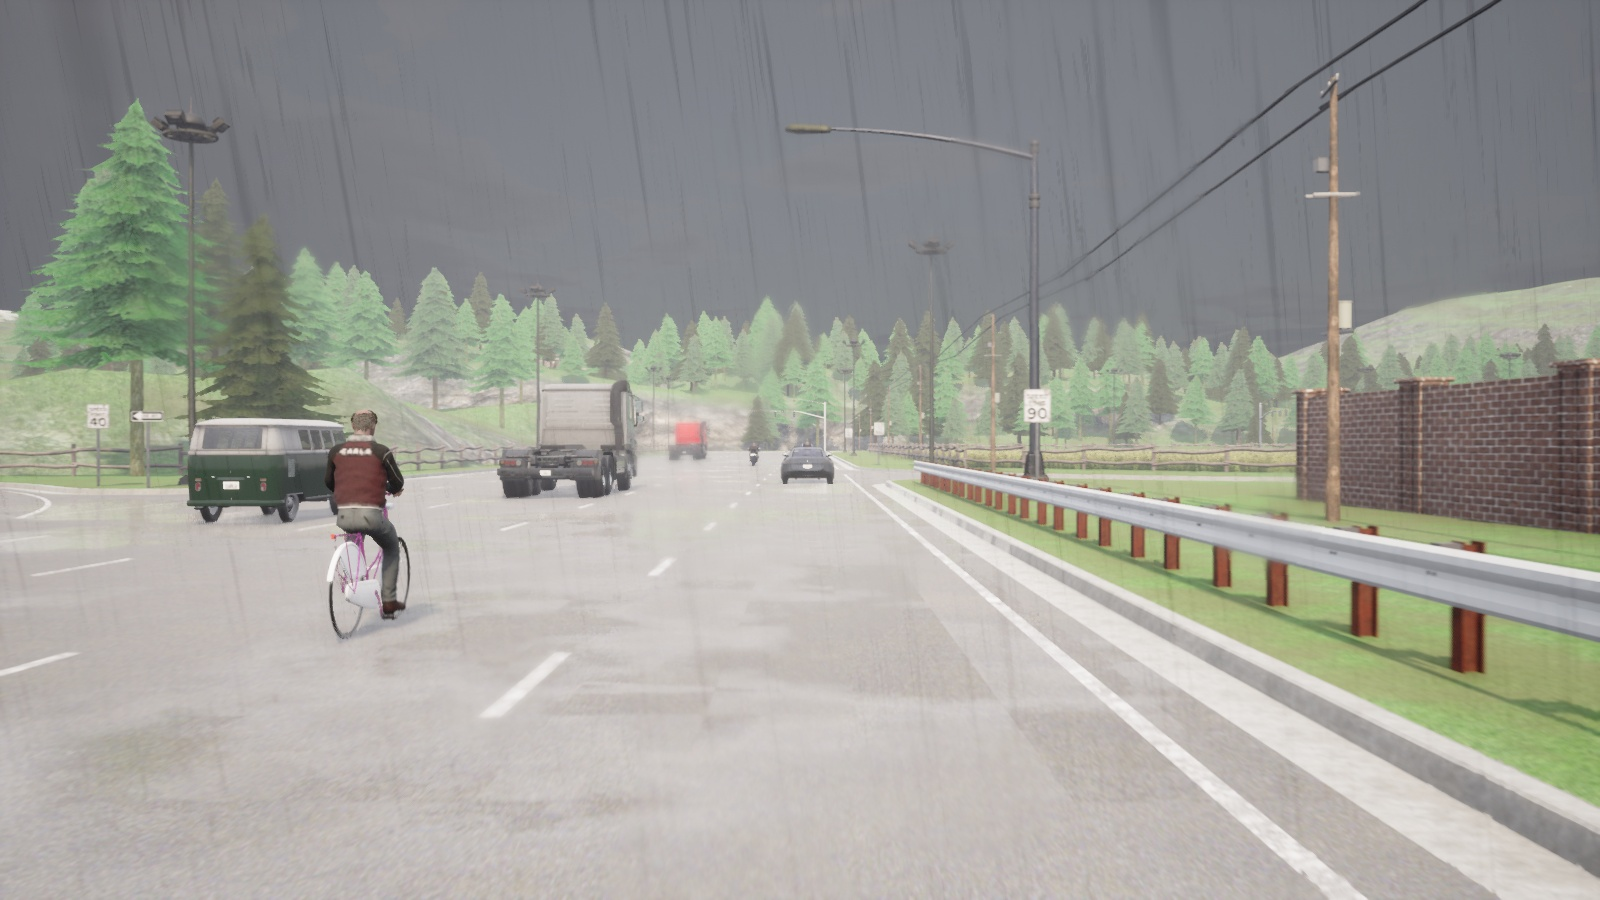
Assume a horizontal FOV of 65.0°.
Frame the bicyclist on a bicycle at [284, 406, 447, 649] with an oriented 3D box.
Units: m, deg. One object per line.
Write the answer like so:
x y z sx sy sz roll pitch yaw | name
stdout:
-3.428 0.557 10.087 0.659 1.776 1.843 0 1 0 | bicyclist on a bicycle

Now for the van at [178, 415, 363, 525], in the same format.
-10.344 0.351 24.913 1.775 1.987 4.442 0 0 0 | van

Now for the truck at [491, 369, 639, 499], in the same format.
-6.772 -0.452 37.466 2.891 3.462 7.936 0 0 0 | truck

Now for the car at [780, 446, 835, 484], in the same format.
0.285 0.542 47.810 1.994 1.385 4.181 0 0 0 | car
